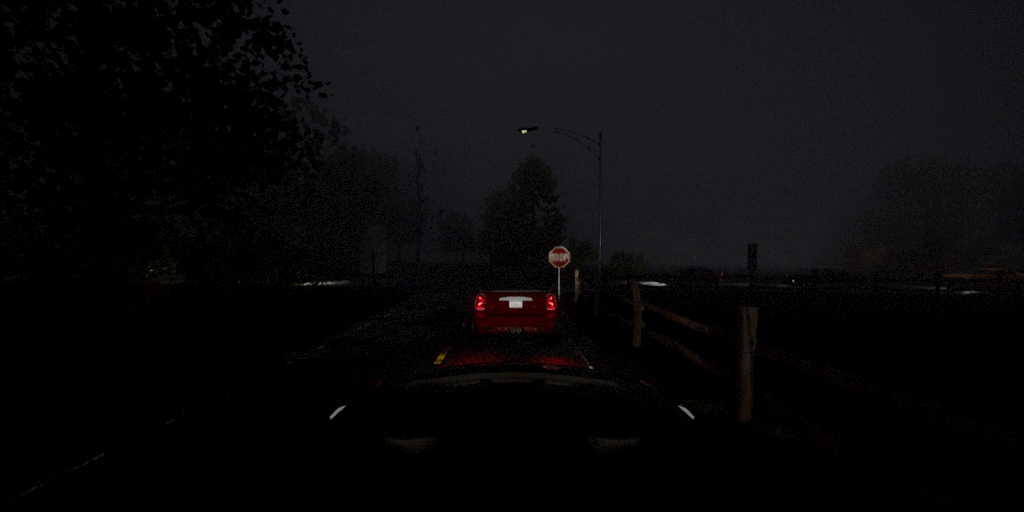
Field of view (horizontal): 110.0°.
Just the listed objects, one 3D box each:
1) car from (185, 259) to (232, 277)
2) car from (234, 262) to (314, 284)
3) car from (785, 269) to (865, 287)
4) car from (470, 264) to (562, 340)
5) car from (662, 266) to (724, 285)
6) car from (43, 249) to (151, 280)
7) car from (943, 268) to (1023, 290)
[{"bbox_3d":[-21.645,0.878,26.946,4.892,1.490,1.837,1,1,0],"label":"car"},{"bbox_3d":[-15.684,1.073,24.013,4.181,1.385,1.994,1,1,0],"label":"car"},{"bbox_3d":[23.483,1.610,27.118,4.718,1.301,1.895,1,1,0],"label":"car"},{"bbox_3d":[0.081,1.079,10.013,2.097,1.767,4.553,0,0,0],"label":"car"},{"bbox_3d":[13.613,1.432,27.111,4.181,1.385,1.994,1,1,-1],"label":"car"},{"bbox_3d":[-27.555,0.568,23.961,5.566,2.045,2.150,1,1,-1],"label":"car"},{"bbox_3d":[35.799,1.665,27.119,5.008,1.535,1.882,1,1,0],"label":"car"}]
